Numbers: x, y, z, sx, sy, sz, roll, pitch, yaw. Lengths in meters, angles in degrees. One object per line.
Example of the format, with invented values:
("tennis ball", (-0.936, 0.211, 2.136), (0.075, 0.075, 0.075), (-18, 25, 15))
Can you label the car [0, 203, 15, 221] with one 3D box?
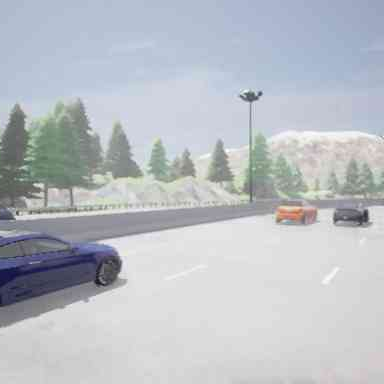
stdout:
("car", (-12.755, 1.387, 19.074), (2.097, 1.767, 4.553), (0, 0, 33))

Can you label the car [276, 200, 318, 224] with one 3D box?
("car", (7.901, 1.344, 24.842), (2.097, 1.767, 4.553), (0, 0, 33))

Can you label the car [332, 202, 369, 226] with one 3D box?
("car", (11.358, 1.478, 23.694), (2.128, 1.511, 4.902), (0, 0, 34))

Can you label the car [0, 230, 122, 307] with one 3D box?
("car", (-3.593, 1.536, 7.106), (1.812, 1.442, 4.674), (0, 0, 33))
